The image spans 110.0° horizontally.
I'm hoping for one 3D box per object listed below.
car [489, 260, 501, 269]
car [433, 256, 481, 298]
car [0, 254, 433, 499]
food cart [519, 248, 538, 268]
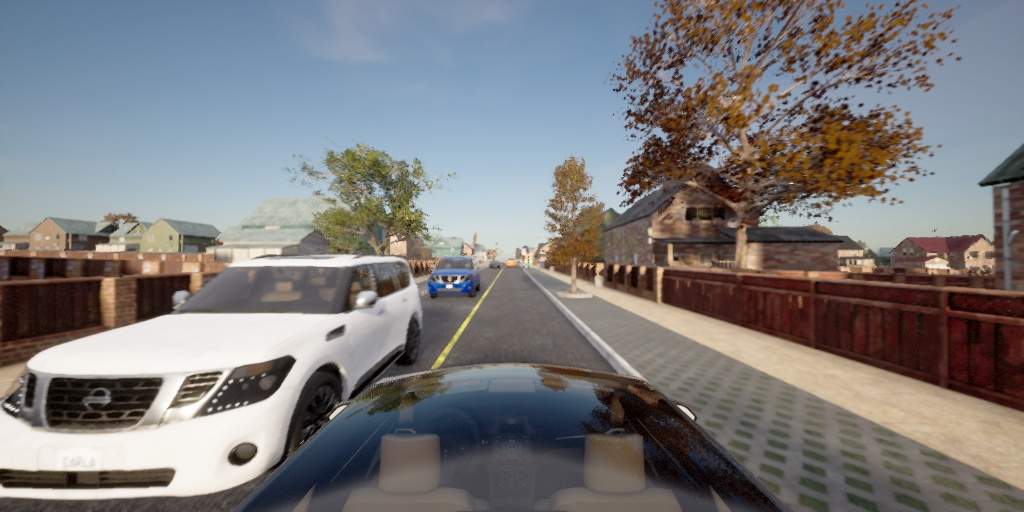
[{"bbox_3d":[-2.968,1.499,63.379,1.882,1.535,5.008,0,0,0],"label":"car"},{"bbox_3d":[-2.889,1.033,19.128,2.150,2.045,5.566,0,0,-1],"label":"car"},{"bbox_3d":[-2.855,0.989,5.118,2.150,2.045,5.566,0,0,0],"label":"car"},{"bbox_3d":[2.820,0.461,61.908,2.280,3.560,4.660,0,0,0],"label":"food cart"}]
